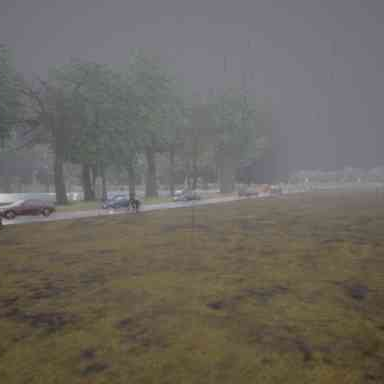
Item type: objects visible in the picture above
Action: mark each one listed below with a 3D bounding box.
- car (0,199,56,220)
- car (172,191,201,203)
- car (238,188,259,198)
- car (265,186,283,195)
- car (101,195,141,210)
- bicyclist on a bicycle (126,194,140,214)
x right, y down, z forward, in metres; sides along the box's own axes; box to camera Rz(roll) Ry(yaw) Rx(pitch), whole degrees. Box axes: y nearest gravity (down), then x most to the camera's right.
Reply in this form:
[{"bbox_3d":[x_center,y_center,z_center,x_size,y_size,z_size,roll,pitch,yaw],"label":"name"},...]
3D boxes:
[{"bbox_3d":[-13.143,1.300,26.233,1.812,1.442,4.674,-1,0,35],"label":"car"},{"bbox_3d":[-0.712,0.598,43.776,2.128,1.511,4.902,-1,1,35],"label":"car"},{"bbox_3d":[8.993,0.057,52.400,2.128,1.511,4.902,-1,1,35],"label":"car"},{"bbox_3d":[14.957,-0.365,60.835,1.882,1.535,5.008,-1,2,35],"label":"car"},{"bbox_3d":[-7.258,1.036,34.532,1.812,1.442,4.674,-1,1,35],"label":"car"},{"bbox_3d":[-4.909,0.996,27.507,1.656,1.620,0.582,-1,1,35],"label":"bicyclist on a bicycle"}]
